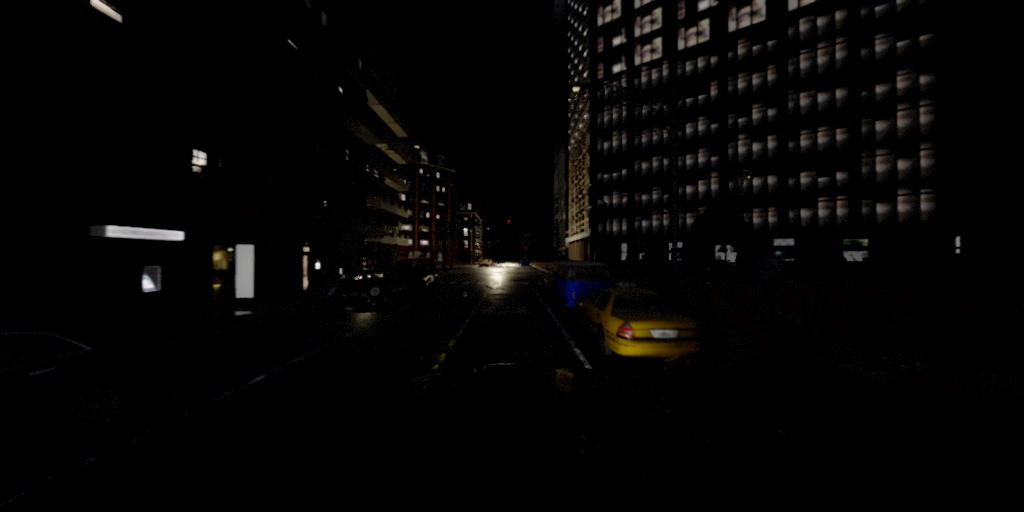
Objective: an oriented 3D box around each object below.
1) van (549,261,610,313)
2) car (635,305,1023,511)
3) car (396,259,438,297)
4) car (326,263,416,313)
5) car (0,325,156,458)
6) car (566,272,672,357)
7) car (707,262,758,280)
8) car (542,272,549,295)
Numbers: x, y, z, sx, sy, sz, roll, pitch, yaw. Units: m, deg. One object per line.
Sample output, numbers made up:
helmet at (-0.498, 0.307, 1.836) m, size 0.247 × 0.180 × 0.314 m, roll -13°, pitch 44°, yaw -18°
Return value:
van at (2.565, 1.095, 13.712) m, size 1.690 × 1.789 × 3.998 m, roll 0°, pitch 0°, yaw 0°
car at (2.565, 1.332, 2.643) m, size 1.802 × 1.307 × 4.207 m, roll 0°, pitch 0°, yaw 0°
car at (-5.316, 1.073, 19.242) m, size 2.192 × 1.841 × 5.009 m, roll 0°, pitch 0°, yaw 0°
car at (-5.316, 1.194, 13.706) m, size 1.967 × 1.591 × 4.097 m, roll 0°, pitch 0°, yaw 0°
car at (-5.315, 1.301, 2.636) m, size 2.007 × 1.370 × 4.403 m, roll 0°, pitch 0°, yaw 0°
car at (2.565, 1.277, 8.349) m, size 1.751 × 1.417 × 4.829 m, roll 0°, pitch 0°, yaw 0°
car at (16.816, 1.145, 26.489) m, size 4.181 × 1.385 × 1.994 m, roll -1°, pitch -1°, yaw 41°
car at (2.564, 1.283, 19.419) m, size 1.751 × 1.417 × 4.829 m, roll 0°, pitch 0°, yaw 0°
